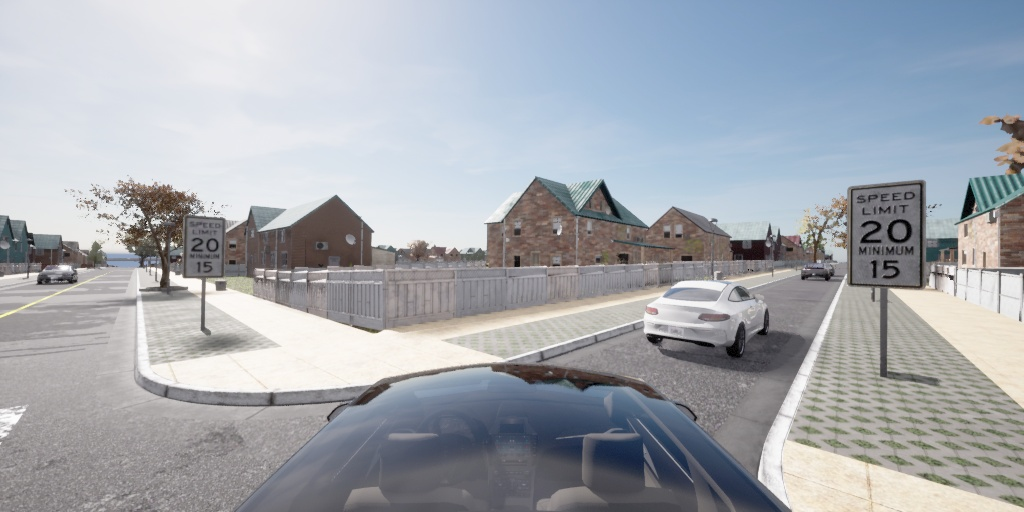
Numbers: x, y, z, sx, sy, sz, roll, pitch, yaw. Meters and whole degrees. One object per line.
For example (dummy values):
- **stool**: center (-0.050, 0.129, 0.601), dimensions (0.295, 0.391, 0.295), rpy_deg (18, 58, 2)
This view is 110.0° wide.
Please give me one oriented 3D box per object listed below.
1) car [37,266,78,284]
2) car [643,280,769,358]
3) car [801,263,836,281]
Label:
- **car**: center (-38.665, 1.566, 30.607), dimensions (4.902, 1.511, 2.128), rpy_deg (-1, -2, 44)
- **car**: center (4.776, 1.293, 8.632), dimensions (1.812, 1.442, 4.674), rpy_deg (0, 0, 44)
- **car**: center (27.212, 1.370, 32.061), dimensions (2.128, 1.511, 4.902), rpy_deg (0, 0, 44)
